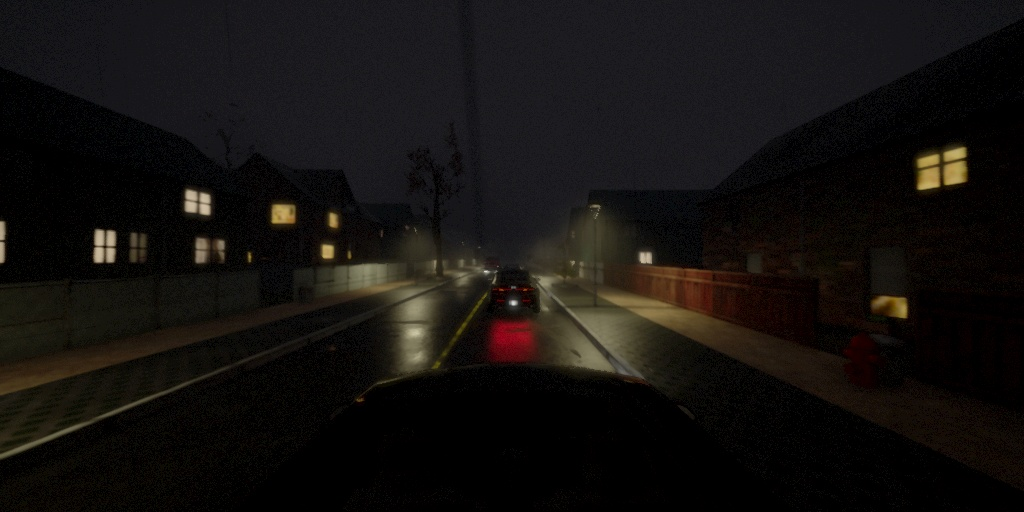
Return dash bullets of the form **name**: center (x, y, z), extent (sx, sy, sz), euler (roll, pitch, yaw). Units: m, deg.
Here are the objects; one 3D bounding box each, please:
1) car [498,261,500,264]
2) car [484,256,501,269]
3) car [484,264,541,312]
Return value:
- **car**: center (0.058, 1.337, 29.435), extent (1.994, 1.385, 4.181), euler (0, 0, 0)
- **car**: center (-2.838, 1.035, 52.459), extent (2.150, 2.045, 5.566), euler (0, 0, 0)
- **car**: center (0.065, 1.262, 14.149), extent (1.837, 1.490, 4.892), euler (0, 0, 0)
